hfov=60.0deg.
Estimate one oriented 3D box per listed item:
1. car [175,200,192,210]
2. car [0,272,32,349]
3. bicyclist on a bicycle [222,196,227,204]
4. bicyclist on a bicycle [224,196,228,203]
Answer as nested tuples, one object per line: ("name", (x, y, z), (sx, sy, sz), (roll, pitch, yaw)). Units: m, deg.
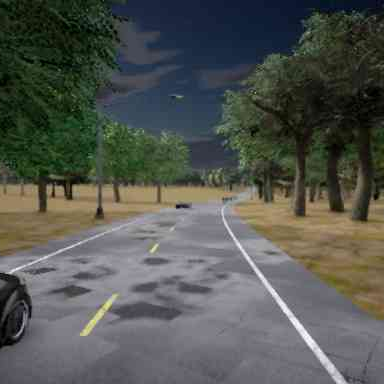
("car", (-1.134, 1.778, 45.597), (1.895, 1.301, 4.718), (0, 0, 6))
("car", (-3.542, 1.568, 3.587), (1.994, 1.385, 4.181), (0, 0, 1))
("bicyclist on a bicycle", (6.420, 1.708, 68.520), (0.659, 1.776, 1.843), (0, 0, 9))
("bicyclist on a bicycle", (7.929, 1.841, 77.488), (0.582, 1.620, 1.656), (0, -1, 10))
